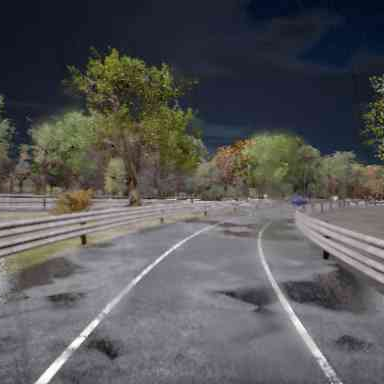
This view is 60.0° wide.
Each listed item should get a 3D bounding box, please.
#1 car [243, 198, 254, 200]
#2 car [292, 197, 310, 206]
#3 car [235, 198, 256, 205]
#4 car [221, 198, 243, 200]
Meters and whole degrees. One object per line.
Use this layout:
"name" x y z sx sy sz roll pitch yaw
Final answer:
"car" 12.752 2.225 68.388 4.181 1.385 1.994 2 0 -42
"car" 26.416 2.316 80.884 5.566 2.045 2.150 2 0 -42
"car" 12.451 2.172 77.599 4.902 1.511 2.128 2 0 -42
"car" 7.566 1.989 68.383 5.008 1.535 1.882 2 0 -42
